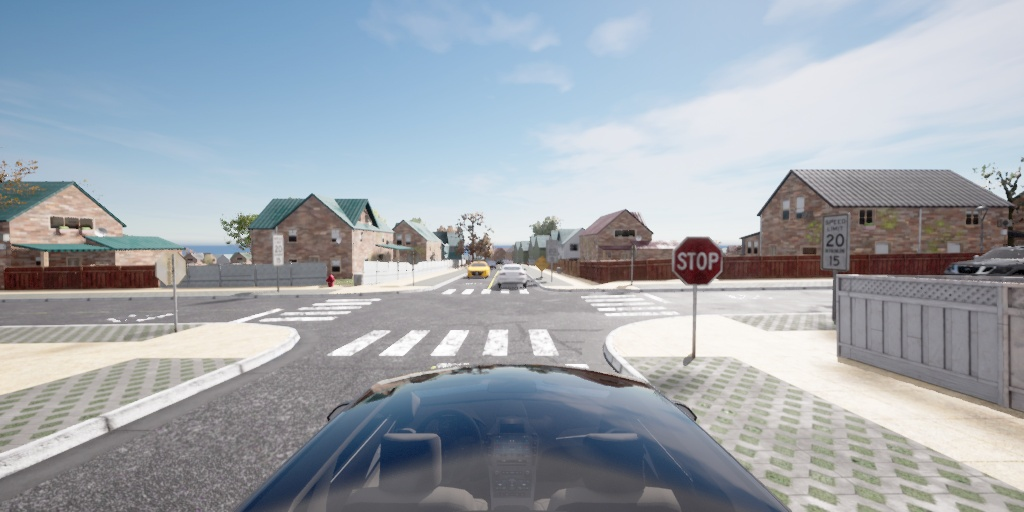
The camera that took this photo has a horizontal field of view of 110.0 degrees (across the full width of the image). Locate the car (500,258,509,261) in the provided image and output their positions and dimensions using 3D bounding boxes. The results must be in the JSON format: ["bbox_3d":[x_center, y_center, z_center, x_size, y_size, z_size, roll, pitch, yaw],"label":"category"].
[{"bbox_3d":[-0.538,1.442,57.888,1.812,1.442,4.674,0,0,0],"label":"car"}]

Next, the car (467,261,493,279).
[{"bbox_3d":[-3.077,1.270,33.434,1.882,1.535,5.008,0,0,-1],"label":"car"}]

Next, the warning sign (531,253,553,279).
[{"bbox_3d":[2.362,0.892,28.591,1.300,1.860,1.060,0,0,-1],"label":"warning sign"}]

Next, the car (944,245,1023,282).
[{"bbox_3d":[22.773,0.559,15.840,5.566,2.045,2.150,-1,2,0],"label":"car"}]

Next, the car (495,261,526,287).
[{"bbox_3d":[-0.008,1.294,24.443,1.812,1.442,4.674,0,0,-1],"label":"car"}]

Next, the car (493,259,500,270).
[{"bbox_3d":[-3.374,1.458,56.868,2.033,1.411,5.357,0,0,0],"label":"car"}]
